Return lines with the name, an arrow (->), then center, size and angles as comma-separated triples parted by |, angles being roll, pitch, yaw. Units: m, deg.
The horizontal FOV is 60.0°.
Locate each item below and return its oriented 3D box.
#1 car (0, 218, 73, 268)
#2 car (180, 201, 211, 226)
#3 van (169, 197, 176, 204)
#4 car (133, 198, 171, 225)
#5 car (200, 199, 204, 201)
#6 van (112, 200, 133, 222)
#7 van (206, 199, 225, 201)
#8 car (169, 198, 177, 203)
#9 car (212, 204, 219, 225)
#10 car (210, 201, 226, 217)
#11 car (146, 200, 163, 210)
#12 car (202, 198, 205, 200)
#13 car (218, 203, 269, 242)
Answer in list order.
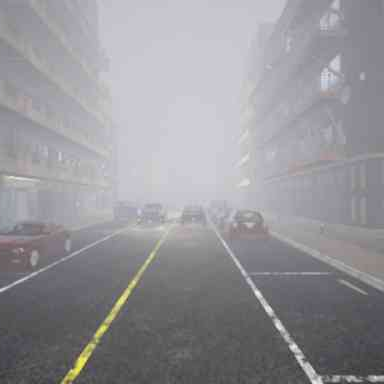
car -> -5.673, 1.656, 11.705 | 1.887, 1.381, 4.507 | 1, -1, 0
car -> 0.109, 1.730, 25.486 | 2.128, 1.511, 4.902 | 0, -1, 0
van -> -5.551, 2.162, 89.439 | 1.690, 1.788, 3.998 | 1, -1, 0
car -> -3.088, 1.601, 26.605 | 2.097, 1.767, 4.553 | 0, -1, 0
car -> 0.114, 1.948, 41.230 | 1.994, 1.385, 4.181 | 0, -1, 0
van -> -5.665, 1.610, 28.718 | 1.690, 1.788, 3.998 | 1, -1, 0
van -> 2.684, 1.662, 34.313 | 1.690, 1.788, 3.998 | 1, -1, 0
car -> -5.441, 2.438, 95.100 | 1.947, 1.339, 4.313 | 1, -1, 0
car -> 2.677, 1.782, 22.970 | 1.947, 1.339, 4.313 | 1, -1, 0
car -> 2.680, 1.795, 28.811 | 1.752, 1.417, 4.829 | 1, -1, 0
car -> -5.751, 2.028, 51.394 | 2.008, 1.369, 4.403 | 1, -1, 0
car -> 2.997, 2.357, 87.773 | 2.008, 1.369, 4.403 | 1, -1, 0
car -> 2.677, 1.603, 17.301 | 1.967, 1.590, 4.097 | 1, -1, 0
